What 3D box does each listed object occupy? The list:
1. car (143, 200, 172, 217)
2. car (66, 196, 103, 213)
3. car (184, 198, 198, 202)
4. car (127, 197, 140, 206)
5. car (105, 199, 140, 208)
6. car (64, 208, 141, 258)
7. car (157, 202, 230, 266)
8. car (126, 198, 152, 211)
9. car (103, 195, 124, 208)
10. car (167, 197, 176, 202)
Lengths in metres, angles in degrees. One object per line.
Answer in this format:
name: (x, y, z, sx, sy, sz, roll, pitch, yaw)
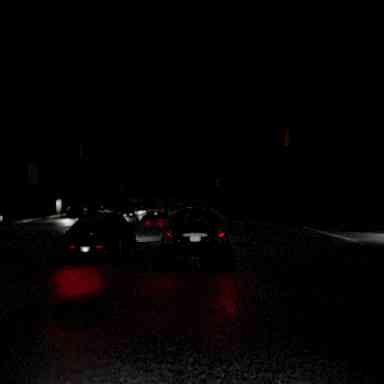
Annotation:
car: (-3.420, 1.781, 33.591, 1.895, 1.301, 4.718, 0, 0, 0)
car: (-10.613, 1.526, 32.535, 2.097, 1.767, 4.553, 0, 0, 0)
car: (0.080, 1.668, 32.962, 2.128, 1.511, 4.902, 0, 0, 0)
car: (-10.946, 1.770, 62.422, 1.812, 1.442, 4.674, 0, 0, -2)
car: (-7.114, 1.733, 34.676, 2.033, 1.411, 5.357, 0, 0, 0)
car: (-3.407, 1.575, 13.028, 1.837, 1.490, 4.892, 0, 0, 0)
car: (0.093, 1.416, 11.900, 2.097, 1.767, 4.553, 0, 0, 0)
car: (-7.073, 1.775, 44.744, 2.033, 1.411, 5.357, 0, 0, 1)
car: (-10.586, 1.439, 41.978, 2.150, 2.045, 5.566, 0, 0, 0)
car: (-4.017, 1.722, 64.070, 1.882, 1.535, 5.008, 0, 0, -4)
